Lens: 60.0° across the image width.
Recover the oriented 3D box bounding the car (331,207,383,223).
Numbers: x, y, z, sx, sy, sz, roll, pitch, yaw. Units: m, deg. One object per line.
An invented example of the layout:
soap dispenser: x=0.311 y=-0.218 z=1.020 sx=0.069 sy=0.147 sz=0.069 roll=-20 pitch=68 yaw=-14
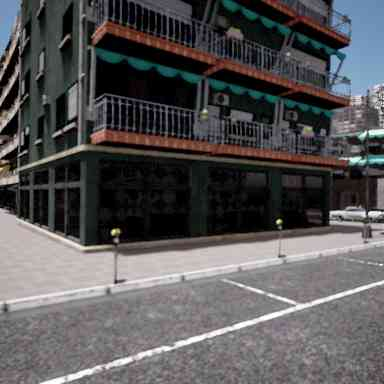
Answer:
car: x=15.617 y=2.093 z=31.058 sx=1.895 sy=1.301 sz=4.718 roll=1 pitch=-1 yaw=-36
